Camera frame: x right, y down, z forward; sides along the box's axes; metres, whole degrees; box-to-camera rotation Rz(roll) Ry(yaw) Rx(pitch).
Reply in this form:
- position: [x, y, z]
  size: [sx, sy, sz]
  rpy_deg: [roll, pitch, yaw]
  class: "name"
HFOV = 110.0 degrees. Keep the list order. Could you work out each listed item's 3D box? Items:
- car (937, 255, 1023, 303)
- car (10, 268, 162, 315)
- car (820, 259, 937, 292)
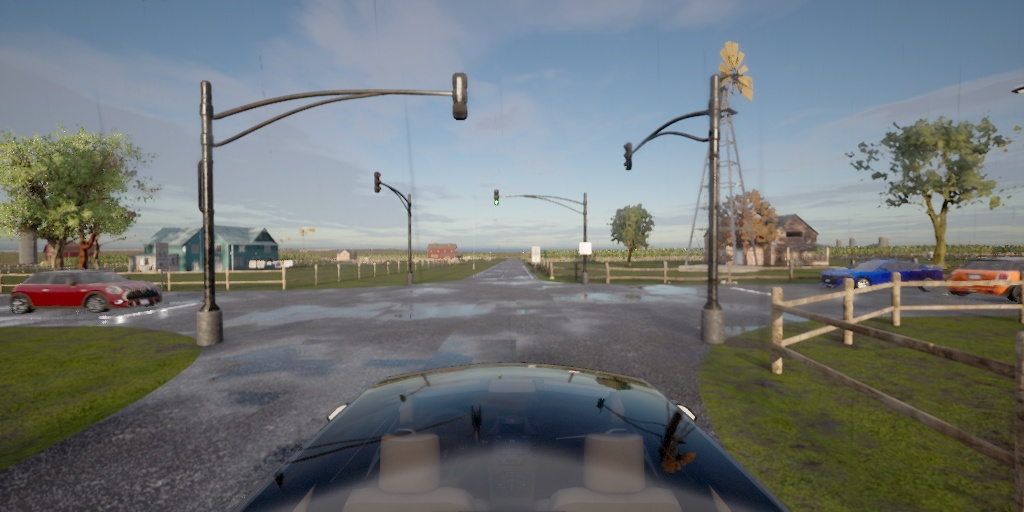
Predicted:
- position: [20.663, 0.839, 14.337]
  size: [4.553, 1.767, 2.097]
  rpy_deg: [-1, 1, 1]
  class: "car"
- position: [-17.466, 1.356, 14.872]
  size: [4.553, 1.767, 2.097]
  rpy_deg: [-1, 1, 1]
  class: "car"
- position: [18.364, 0.932, 17.970]
  size: [5.008, 1.535, 1.882]
  rpy_deg: [-1, 1, 1]
  class: "car"
